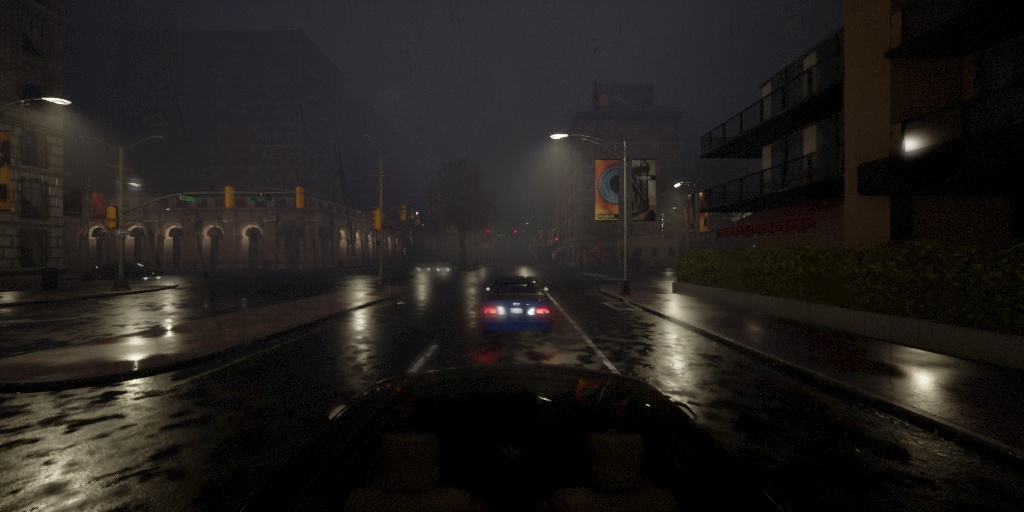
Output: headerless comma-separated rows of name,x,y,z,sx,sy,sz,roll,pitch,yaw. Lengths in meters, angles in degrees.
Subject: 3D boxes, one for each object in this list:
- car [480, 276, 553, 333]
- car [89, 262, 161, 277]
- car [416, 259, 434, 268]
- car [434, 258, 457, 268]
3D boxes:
car,0.146,1.297,10.685,2.033,1.411,5.357,0,0,1
car,-37.185,1.297,34.512,5.357,1.411,2.033,0,0,0
car,-14.516,1.228,61.705,1.882,1.535,5.008,0,0,1
car,-11.049,1.102,59.636,2.097,1.767,4.553,0,0,1
